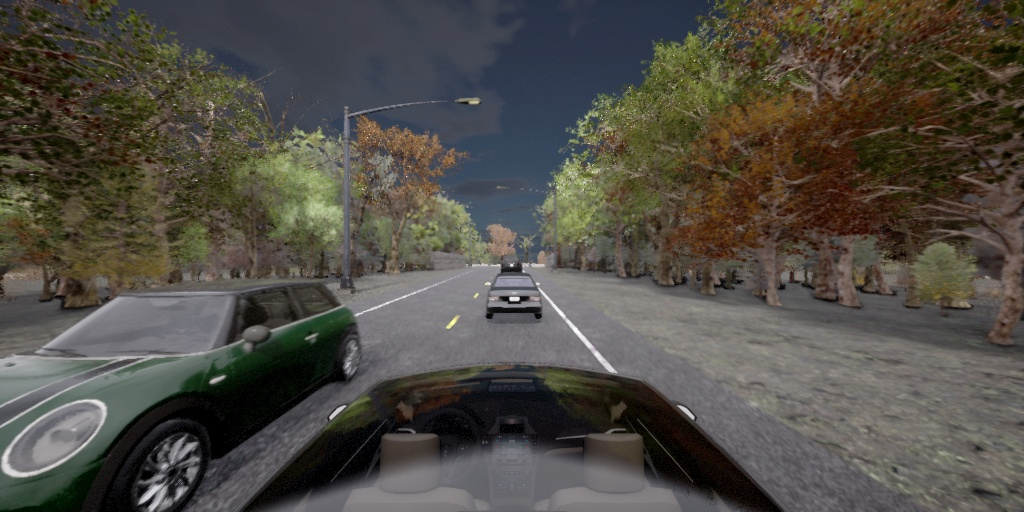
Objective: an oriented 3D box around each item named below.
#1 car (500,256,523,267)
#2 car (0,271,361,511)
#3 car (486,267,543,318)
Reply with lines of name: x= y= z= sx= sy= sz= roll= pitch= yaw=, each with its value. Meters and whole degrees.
car: x=-0.045 y=0.996 z=36.796 sx=2.150 sy=2.045 sz=5.566 roll=0 pitch=0 yaw=0
car: x=-3.573 y=1.103 z=4.087 sx=2.097 sy=1.767 sz=4.553 roll=0 pitch=0 yaw=0
car: x=0.057 y=1.306 z=13.019 sx=2.033 sy=1.411 sz=5.357 roll=0 pitch=0 yaw=0
